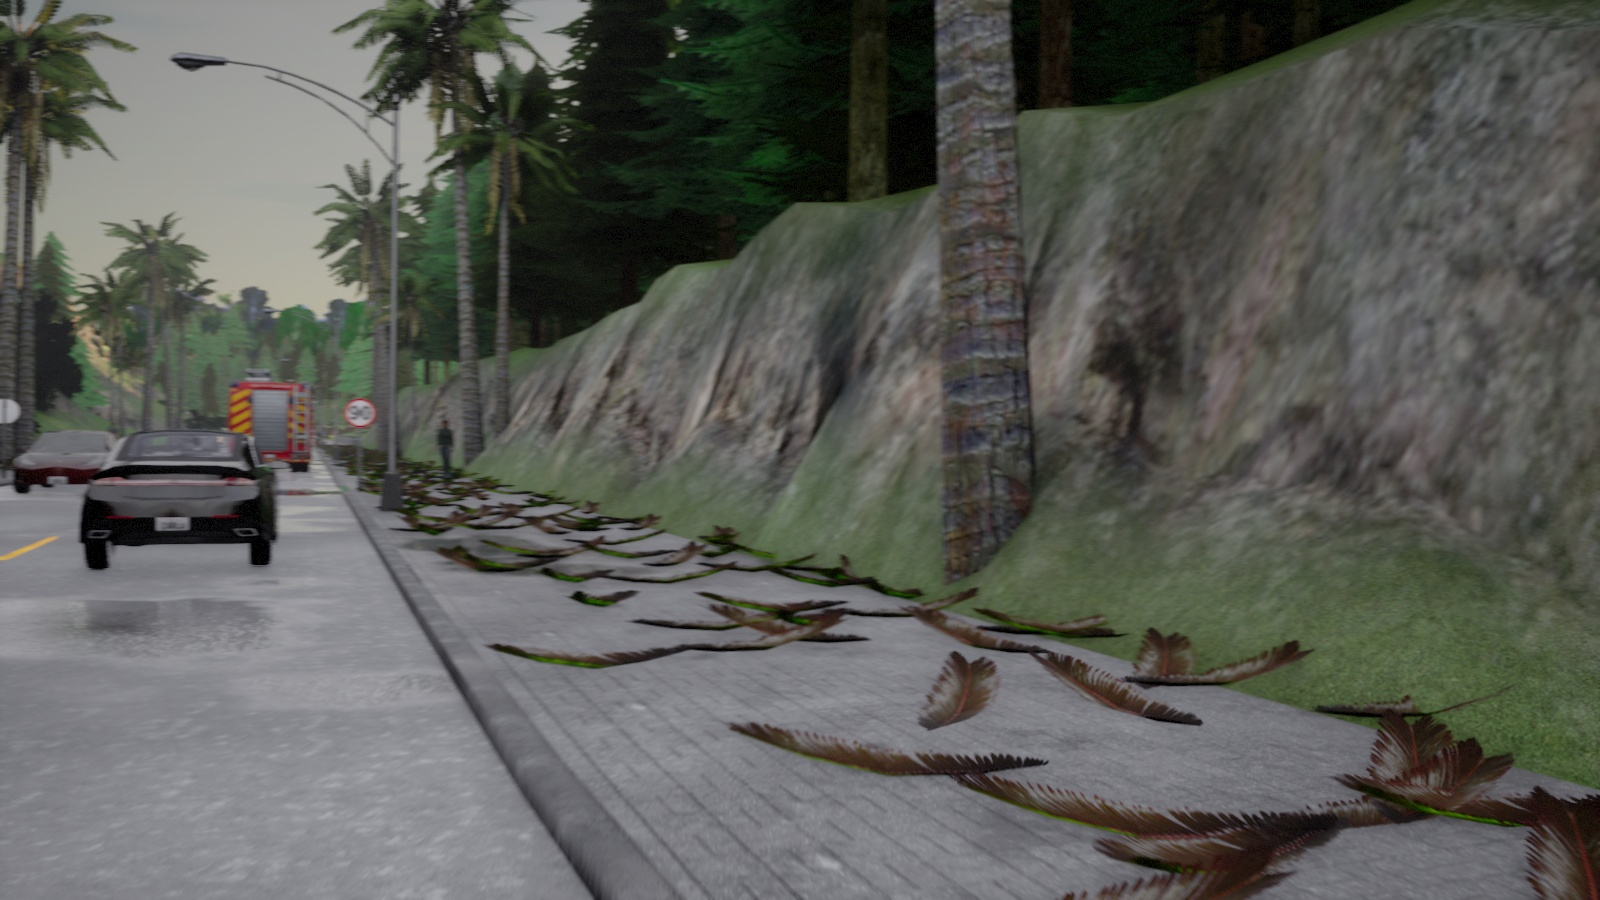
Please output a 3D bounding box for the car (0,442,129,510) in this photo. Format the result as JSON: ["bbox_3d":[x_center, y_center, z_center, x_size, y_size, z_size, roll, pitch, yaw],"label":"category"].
[{"bbox_3d":[-17.837,0.566,30.546,2.163,1.488,4.792,0,1,-22],"label":"car"}]

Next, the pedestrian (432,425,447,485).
[{"bbox_3d":[-11.219,0.164,39.069,0.353,1.847,0.614,0,1,-23],"label":"pedestrian"}]

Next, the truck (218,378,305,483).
[{"bbox_3d":[-21.260,-0.742,49.855,2.891,3.827,8.468,0,1,-22],"label":"truck"}]

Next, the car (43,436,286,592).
[{"bbox_3d":[-7.274,0.601,14.894,2.128,1.511,4.902,0,1,-22],"label":"car"}]
